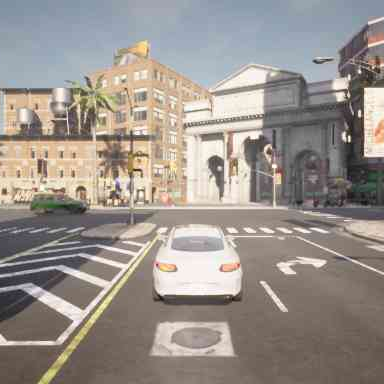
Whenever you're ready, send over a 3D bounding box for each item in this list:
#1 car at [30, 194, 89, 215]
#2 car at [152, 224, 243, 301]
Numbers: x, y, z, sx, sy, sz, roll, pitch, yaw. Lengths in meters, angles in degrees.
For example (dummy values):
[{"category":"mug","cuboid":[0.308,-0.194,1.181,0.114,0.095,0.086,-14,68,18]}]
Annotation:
[{"category":"car","cuboid":[-13.284,1.221,33.447,5.566,2.045,2.150,0,0,1]},{"category":"car","cuboid":[0.109,1.526,8.211,1.812,1.442,4.674,0,0,0]}]
